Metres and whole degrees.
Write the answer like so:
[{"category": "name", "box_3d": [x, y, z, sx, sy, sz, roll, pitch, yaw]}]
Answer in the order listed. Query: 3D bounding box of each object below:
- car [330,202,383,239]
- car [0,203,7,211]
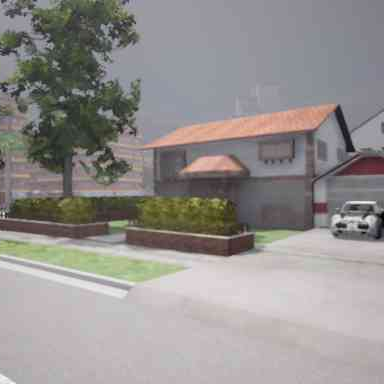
[{"category": "car", "box_3d": [7.560, 1.181, 14.933, 1.970, 1.475, 3.806, 0, 0, 37]}, {"category": "car", "box_3d": [-22.801, 1.729, 43.749, 1.837, 1.490, 4.892, 0, 0, 36]}]
